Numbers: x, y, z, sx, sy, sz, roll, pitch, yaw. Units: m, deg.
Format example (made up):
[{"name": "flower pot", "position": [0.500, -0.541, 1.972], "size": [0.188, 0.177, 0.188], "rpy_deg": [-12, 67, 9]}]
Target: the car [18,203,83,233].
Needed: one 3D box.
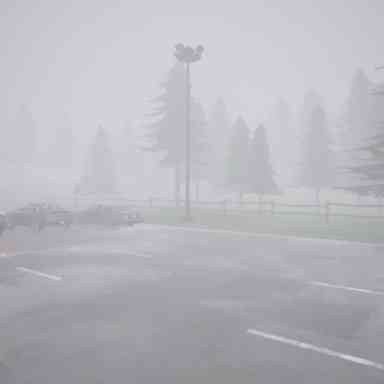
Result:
[{"name": "car", "position": [-8.775, 1.383, 18.851], "size": [4.902, 1.511, 2.128], "rpy_deg": [0, 0, 35]}]

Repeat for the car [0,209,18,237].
[{"name": "car", "position": [-10.809, 1.383, 15.999], "size": [4.902, 1.511, 2.128], "rpy_deg": [0, 0, 35]}]

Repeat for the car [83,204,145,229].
[{"name": "car", "position": [-5.384, 1.449, 20.727], "size": [5.357, 1.411, 2.033], "rpy_deg": [0, 0, 35]}]
